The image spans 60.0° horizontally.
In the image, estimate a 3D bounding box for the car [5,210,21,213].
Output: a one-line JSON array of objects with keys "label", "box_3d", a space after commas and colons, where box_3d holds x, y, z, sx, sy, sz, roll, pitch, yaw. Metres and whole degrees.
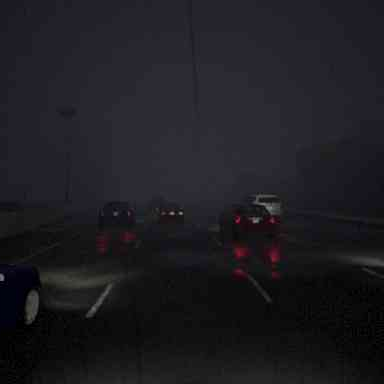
[{"label": "car", "box_3d": [-16.437, 1.554, 29.496, 1.837, 1.490, 4.892, 0, 0, -9]}]

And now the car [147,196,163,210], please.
[{"label": "car", "box_3d": [-4.562, 1.346, 42.098, 2.097, 1.767, 4.553, 0, 0, -12]}]

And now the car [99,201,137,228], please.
[{"label": "car", "box_3d": [-4.822, 1.352, 22.111, 2.097, 1.767, 4.553, 0, 0, -6]}]

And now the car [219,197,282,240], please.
[{"label": "car", "box_3d": [2.706, 1.343, 17.196, 2.097, 1.767, 4.553, 0, 0, -5]}]

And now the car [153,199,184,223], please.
[{"label": "car", "box_3d": [-1.707, 1.542, 25.721, 2.033, 1.411, 5.357, 0, 0, -8]}]

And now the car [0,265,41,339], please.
[{"label": "car", "box_3d": [-3.532, 1.481, 3.841, 1.882, 1.535, 5.008, 0, 0, -1]}]

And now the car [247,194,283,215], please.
[{"label": "car", "box_3d": [5.264, 1.206, 26.324, 2.150, 2.045, 5.566, 0, 0, -7]}]
